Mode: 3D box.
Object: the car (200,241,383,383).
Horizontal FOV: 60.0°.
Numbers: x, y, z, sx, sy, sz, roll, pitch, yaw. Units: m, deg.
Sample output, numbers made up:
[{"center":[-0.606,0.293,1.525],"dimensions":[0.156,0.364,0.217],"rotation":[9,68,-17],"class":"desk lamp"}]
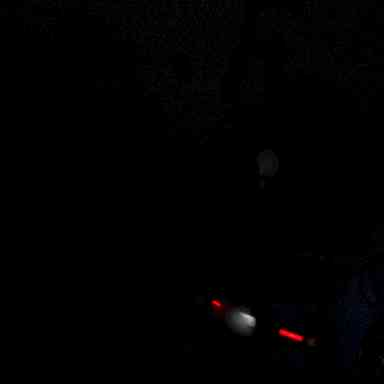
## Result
[{"center":[2.691,1.544,5.359],"dimensions":[5.357,1.411,2.033],"rotation":[0,0,-35],"class":"car"}]
